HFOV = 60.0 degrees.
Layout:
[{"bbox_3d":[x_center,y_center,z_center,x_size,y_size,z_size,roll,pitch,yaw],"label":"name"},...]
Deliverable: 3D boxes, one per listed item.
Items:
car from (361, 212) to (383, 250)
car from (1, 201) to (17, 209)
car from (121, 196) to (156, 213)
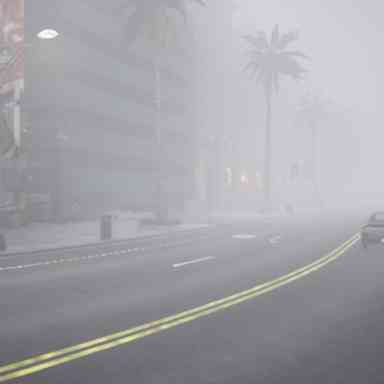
[{"bbox_3d":[8.526,1.597,14.202,2.128,1.511,4.902,-1,-1,36],"label":"car"},{"bbox_3d":[-31.873,2.296,58.900,2.161,1.482,4.786,-1,-1,33],"label":"car"},{"bbox_3d":[-6.567,1.556,42.611,2.435,2.045,5.566,-1,-1,33],"label":"car"}]
